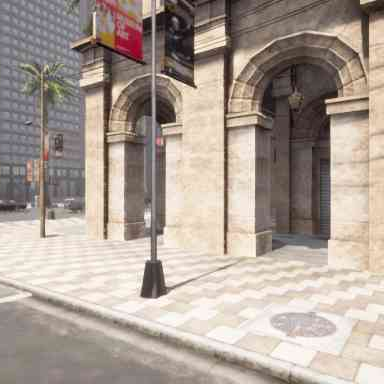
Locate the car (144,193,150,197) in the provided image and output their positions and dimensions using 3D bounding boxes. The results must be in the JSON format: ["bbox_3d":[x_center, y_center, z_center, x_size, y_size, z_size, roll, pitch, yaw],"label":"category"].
[{"bbox_3d":[-9.000,1.221,53.879,2.150,2.045,5.566,0,0,35],"label":"car"}]

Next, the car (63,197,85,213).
[{"bbox_3d":[-11.643,1.491,37.868,2.128,1.511,4.902,0,0,36],"label":"car"}]

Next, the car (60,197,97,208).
[{"bbox_3d":[-16.515,1.513,48.729,2.161,1.482,4.786,0,0,35],"label":"car"}]

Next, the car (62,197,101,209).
[{"bbox_3d":[-15.065,1.505,45.447,1.837,1.490,4.892,0,0,36],"label":"car"}]

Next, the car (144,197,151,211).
[{"bbox_3d":[-6.757,1.564,38.674,1.994,1.385,4.181,0,0,36],"label":"car"}]

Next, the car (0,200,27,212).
[{"bbox_3d":[-21.120,1.601,37.012,1.895,1.301,4.718,0,0,36],"label":"car"}]
